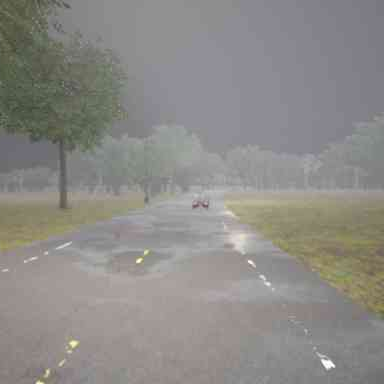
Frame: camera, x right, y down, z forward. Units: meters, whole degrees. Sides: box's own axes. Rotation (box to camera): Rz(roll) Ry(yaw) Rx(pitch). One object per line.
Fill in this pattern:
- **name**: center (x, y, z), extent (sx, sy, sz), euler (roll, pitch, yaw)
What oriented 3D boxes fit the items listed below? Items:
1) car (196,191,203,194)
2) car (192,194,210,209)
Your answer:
- **car**: center (1.666, 1.040, 50.140), extent (1.994, 1.385, 4.181), euler (0, 1, 3)
- **car**: center (1.020, 1.261, 38.232), extent (1.895, 1.301, 4.718), euler (0, 1, 3)
